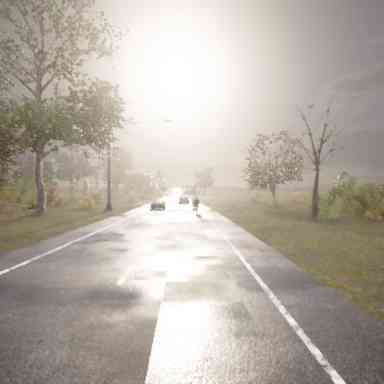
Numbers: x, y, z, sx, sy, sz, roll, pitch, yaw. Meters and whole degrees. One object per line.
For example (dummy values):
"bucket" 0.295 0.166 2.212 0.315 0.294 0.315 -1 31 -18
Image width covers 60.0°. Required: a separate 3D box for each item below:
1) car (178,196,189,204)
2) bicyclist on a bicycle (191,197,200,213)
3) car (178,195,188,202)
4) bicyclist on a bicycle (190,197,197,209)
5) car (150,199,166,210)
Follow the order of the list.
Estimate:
"car" -1.561 1.561 65.137 1.994 1.385 4.181 0 0 -2
"bicyclist on a bicycle" 0.490 1.371 34.279 0.659 1.776 1.843 0 0 -1
"car" -2.116 1.534 76.837 2.033 1.411 5.357 0 0 -3
"bicyclist on a bicycle" 0.220 1.436 44.357 0.866 1.612 1.509 0 0 -2
"car" -4.312 1.603 42.822 1.895 1.301 4.718 0 0 -2
